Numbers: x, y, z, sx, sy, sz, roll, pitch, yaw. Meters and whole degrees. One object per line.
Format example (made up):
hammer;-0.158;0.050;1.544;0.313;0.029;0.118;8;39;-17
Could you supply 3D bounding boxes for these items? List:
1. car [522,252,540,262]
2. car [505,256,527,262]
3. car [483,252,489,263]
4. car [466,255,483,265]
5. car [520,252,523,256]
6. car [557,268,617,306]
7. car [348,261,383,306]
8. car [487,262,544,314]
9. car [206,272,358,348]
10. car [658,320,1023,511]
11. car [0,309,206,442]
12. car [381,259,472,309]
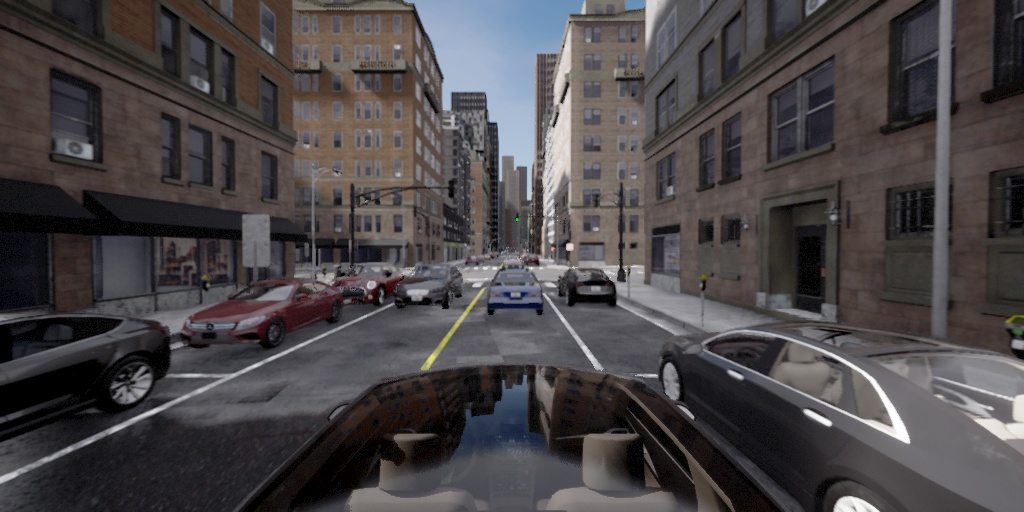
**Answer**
car;2.905;0.461;51.389;1.967;1.591;4.097;0;0;0
car;0.106;0.934;33.445;1.895;1.301;4.718;0;0;0
car;-5.597;0.425;62.220;2.007;1.370;4.403;0;0;0
car;-5.620;0.603;51.405;1.802;1.307;4.207;0;0;0
car;2.928;0.426;62.206;2.007;1.370;4.403;0;0;0
car;2.861;1.123;14.304;1.948;1.339;4.313;0;0;0
car;-5.665;0.996;14.307;1.967;1.591;4.097;0;0;0
car;0.104;1.126;12.881;2.033;1.411;5.357;0;1;0
car;-5.666;1.223;8.806;1.802;1.307;4.207;0;0;0
car;2.858;1.276;3.303;2.007;1.370;4.403;0;0;0
car;-5.667;1.291;3.305;1.948;1.339;4.313;0;0;0
car;-3.010;1.056;13.867;2.128;1.511;4.902;0;1;0
